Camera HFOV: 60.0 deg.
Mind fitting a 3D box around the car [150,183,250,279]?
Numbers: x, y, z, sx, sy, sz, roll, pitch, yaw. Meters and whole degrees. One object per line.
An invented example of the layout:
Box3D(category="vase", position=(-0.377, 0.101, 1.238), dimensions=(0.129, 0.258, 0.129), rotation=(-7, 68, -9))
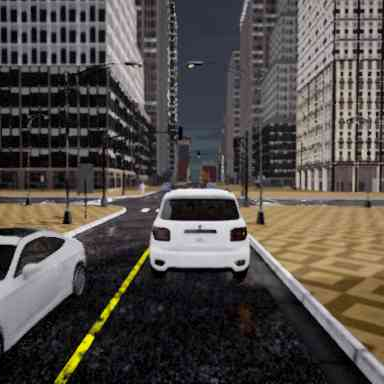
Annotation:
Box3D(category="car", position=(0.185, 0.905, 9.144), dimensions=(2.150, 2.045, 5.566), rotation=(0, 2, 1))

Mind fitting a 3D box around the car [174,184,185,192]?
Box3D(category="car", position=(-2.467, -0.771, 66.865), dimensions=(1.812, 1.442, 4.674), rotation=(0, 2, 1))

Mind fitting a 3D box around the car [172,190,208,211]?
Box3D(category="car", position=(-0.327, 0.600, 27.576), dimensions=(2.033, 1.411, 5.357), rotation=(0, 2, -11))

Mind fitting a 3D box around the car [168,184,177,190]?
Box3D(category="car", position=(-4.910, -1.339, 84.525), dimensions=(1.947, 1.339, 4.313), rotation=(0, 2, 1))

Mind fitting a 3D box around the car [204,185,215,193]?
Box3D(category="car", position=(3.202, -0.590, 62.275), dimensions=(1.887, 1.381, 4.507), rotation=(0, 2, 1))

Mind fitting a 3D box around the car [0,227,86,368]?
Box3D(category="car", position=(-3.047, 1.346, 5.056), dimensions=(1.812, 1.442, 4.674), rotation=(0, 2, 1))

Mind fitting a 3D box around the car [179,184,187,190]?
Box3D(category="car", position=(-2.252, -1.231, 82.297), dimensions=(1.895, 1.301, 4.718), rotation=(0, 2, 1))

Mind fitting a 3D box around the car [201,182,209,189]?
Box3D(category="car", position=(3.617, -1.960, 95.478), dimensions=(2.192, 1.841, 5.009), rotation=(0, 2, 1))

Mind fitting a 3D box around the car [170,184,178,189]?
Box3D(category="car", position=(-4.837, -1.544, 90.059), dimensions=(2.008, 1.369, 4.403), rotation=(0, 2, 1))
